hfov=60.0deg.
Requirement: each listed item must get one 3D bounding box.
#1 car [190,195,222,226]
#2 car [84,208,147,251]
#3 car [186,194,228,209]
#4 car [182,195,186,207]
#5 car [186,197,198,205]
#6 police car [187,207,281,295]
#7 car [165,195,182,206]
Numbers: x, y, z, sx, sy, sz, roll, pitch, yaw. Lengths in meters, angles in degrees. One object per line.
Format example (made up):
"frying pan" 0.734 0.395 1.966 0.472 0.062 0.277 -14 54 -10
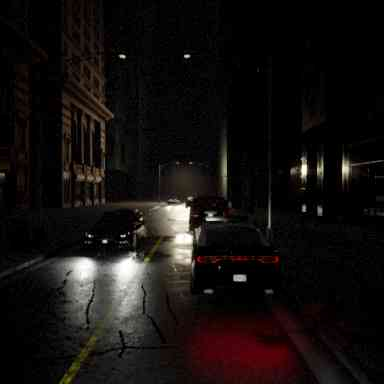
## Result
"car" 0.922 1.233 24.797 2.150 2.045 5.566 0 0 0
"car" -3.089 1.506 14.221 1.837 1.490 4.892 0 0 0
"car" 0.917 1.229 18.796 2.150 2.045 5.566 0 0 0
"car" 0.057 1.508 46.180 2.128 1.511 4.902 0 0 0
"car" 0.057 1.563 59.869 2.033 1.411 5.357 0 0 0
"police car" 0.906 1.425 8.876 1.930 1.638 5.238 0 0 0
"car" -3.038 1.617 55.476 1.895 1.301 4.718 0 0 0
